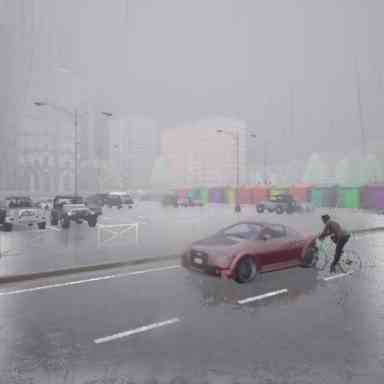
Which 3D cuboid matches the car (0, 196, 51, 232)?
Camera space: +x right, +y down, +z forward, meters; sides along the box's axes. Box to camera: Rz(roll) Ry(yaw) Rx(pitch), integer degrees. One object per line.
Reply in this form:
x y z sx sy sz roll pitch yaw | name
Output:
-9.740 1.153 18.814 1.932 1.855 4.605 0 0 -37 | car

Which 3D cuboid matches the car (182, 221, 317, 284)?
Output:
1.771 1.564 9.612 4.181 1.385 1.994 0 0 -36 | car

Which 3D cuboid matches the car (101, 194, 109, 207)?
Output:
-15.932 1.153 54.998 1.932 1.855 4.605 0 0 -37 | car

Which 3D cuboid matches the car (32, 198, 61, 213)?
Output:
-15.808 1.395 36.069 1.970 1.475 3.806 0 0 -37 | car

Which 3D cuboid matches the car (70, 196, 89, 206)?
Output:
-18.038 1.364 53.335 1.784 1.438 3.905 0 0 -37 | car

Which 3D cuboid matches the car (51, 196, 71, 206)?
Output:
-20.345 1.395 51.585 1.970 1.475 3.806 0 0 -37 | car

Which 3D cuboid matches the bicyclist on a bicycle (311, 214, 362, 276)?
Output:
3.901 1.455 9.271 0.582 1.620 1.656 0 -2 -36 | bicyclist on a bicycle

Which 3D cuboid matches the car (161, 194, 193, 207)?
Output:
-2.404 1.153 46.358 1.932 1.855 4.605 0 0 -37 | car

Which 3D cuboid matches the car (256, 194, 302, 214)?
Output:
8.206 1.156 32.415 1.905 1.878 3.866 0 0 -37 | car

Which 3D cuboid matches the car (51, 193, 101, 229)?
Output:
-7.401 1.156 20.521 1.905 1.878 3.866 0 0 -37 | car

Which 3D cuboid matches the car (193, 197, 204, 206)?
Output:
-0.058 1.364 48.058 1.784 1.438 3.905 0 0 -37 | car

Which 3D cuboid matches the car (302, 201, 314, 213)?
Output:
10.519 1.395 34.157 1.970 1.475 3.806 0 0 -37 | car
